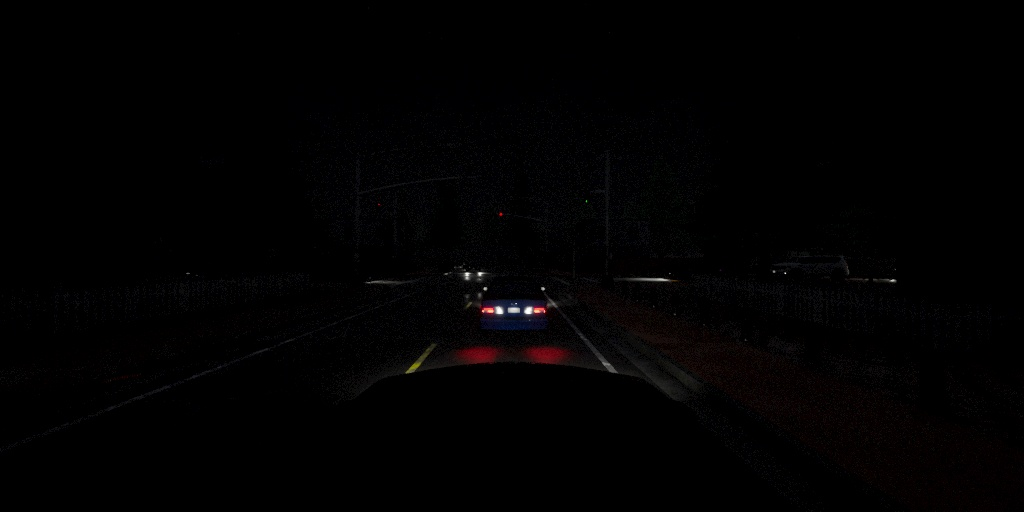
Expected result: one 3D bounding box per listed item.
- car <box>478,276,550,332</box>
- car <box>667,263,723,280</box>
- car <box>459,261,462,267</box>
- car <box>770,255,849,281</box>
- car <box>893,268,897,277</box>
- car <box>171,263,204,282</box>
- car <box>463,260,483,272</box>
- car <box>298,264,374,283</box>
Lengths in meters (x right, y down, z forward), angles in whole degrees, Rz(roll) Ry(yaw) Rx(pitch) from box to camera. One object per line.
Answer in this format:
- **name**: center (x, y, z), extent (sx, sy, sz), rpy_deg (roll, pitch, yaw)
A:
- **car**: center (0.062, 1.297, 10.777), extent (2.033, 1.411, 5.357), rpy_deg (0, 0, 0)
- **car**: center (15.313, 1.299, 30.194), extent (4.181, 1.385, 1.994), rpy_deg (0, 0, 2)
- **car**: center (-6.519, 1.263, 55.194), extent (2.033, 1.411, 5.357), rpy_deg (0, 0, -14)
- **car**: center (24.678, 0.956, 29.915), extent (5.566, 2.045, 2.150), rpy_deg (0, 0, 1)
- **car**: center (34.524, 1.087, 29.607), extent (4.553, 1.767, 2.097), rpy_deg (0, 0, 2)
- **car**: center (-26.650, 1.239, 27.717), extent (4.892, 1.490, 1.837), rpy_deg (0, 0, 2)
- **car**: center (-4.780, 1.220, 44.704), extent (1.837, 1.490, 4.892), rpy_deg (0, 0, -6)
- **car**: center (-13.449, 1.282, 27.333), extent (5.357, 1.411, 2.033), rpy_deg (0, 0, 2)
